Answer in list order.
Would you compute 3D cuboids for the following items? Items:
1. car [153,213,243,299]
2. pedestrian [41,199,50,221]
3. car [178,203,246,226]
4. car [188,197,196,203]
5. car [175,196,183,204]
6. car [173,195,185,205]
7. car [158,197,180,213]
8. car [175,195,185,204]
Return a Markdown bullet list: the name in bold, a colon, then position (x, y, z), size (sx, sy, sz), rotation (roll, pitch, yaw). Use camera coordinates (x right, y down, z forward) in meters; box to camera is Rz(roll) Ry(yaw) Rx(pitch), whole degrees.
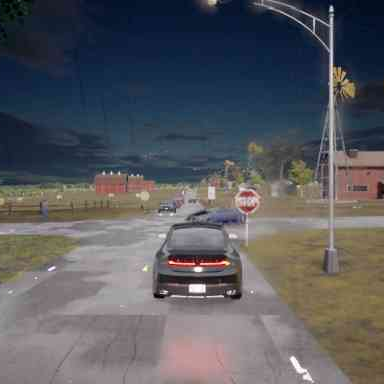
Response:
- **car**: position (0.140, 1.506, 8.459), size (1.837, 1.490, 4.892), rotation (0, 0, 1)
- **pedestrian**: position (-12.116, 1.465, 27.484), size (0.375, 1.860, 0.375), rotation (0, 2, 0)
- **car**: position (1.567, 1.569, 21.315), size (4.181, 1.385, 1.994), rotation (-1, 0, -35)
- **car**: position (0.113, 1.999, 78.875), size (1.812, 1.442, 4.674), rotation (0, -1, 0)
- **car**: position (-2.768, 1.695, 48.006), size (1.994, 1.385, 4.181), rotation (0, 0, 1)
- **car**: position (-2.652, 1.568, 69.489), size (2.150, 2.045, 5.566), rotation (0, -1, 0)
- **car**: position (-2.795, 1.635, 38.100), size (1.994, 1.385, 4.181), rotation (0, 0, 0)
- **car**: position (-2.748, 1.710, 58.190), size (2.128, 1.511, 4.902), rotation (0, -1, 0)
